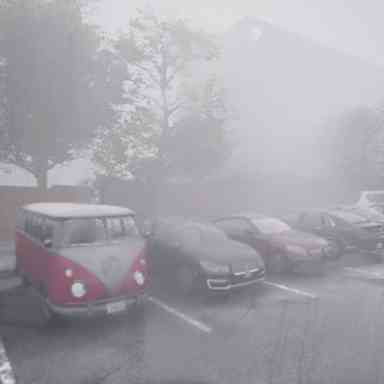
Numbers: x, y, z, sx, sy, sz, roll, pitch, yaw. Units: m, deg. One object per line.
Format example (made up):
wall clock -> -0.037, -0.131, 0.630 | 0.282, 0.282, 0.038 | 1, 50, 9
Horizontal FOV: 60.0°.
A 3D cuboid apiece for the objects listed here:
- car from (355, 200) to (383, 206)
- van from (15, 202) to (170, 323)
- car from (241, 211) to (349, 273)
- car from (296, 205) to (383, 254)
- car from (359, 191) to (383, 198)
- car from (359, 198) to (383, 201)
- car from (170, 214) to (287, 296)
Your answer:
car -> 6.581, 1.288, 13.602 | 2.231, 1.521, 4.892 | -1, 1, -35
van -> -2.475, 1.236, 7.055 | 1.878, 1.987, 4.442 | -1, 0, -35
car -> 2.020, 1.417, 10.375 | 2.002, 1.452, 4.674 | -1, 1, -35
car -> 4.204, 1.335, 11.908 | 2.231, 1.521, 4.892 | -1, 1, -35
car -> 11.160, 0.945, 16.795 | 2.435, 2.045, 5.566 | -1, 1, -35
car -> 8.868, 1.241, 15.203 | 2.097, 1.535, 5.008 | -1, 1, -35
car -> -0.262, 1.423, 8.769 | 2.231, 1.521, 4.892 | -1, 1, -35
